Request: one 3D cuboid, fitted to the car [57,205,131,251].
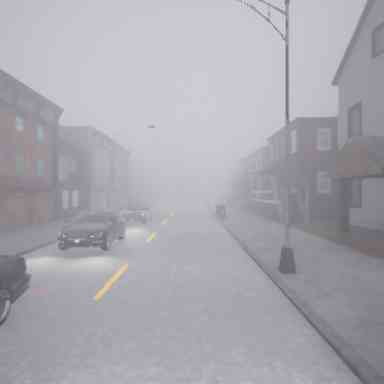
[{"bbox_3d":[-4.087,1.504,14.225,1.837,1.490,4.892,0,0,0],"label":"car"}]

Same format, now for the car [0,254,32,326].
[{"bbox_3d":[-4.086,1.547,4.253,2.033,1.411,5.357,0,0,0],"label":"car"}]

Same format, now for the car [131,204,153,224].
[{"bbox_3d":[-4.071,1.597,24.707,1.895,1.301,4.718,0,0,0],"label":"car"}]
